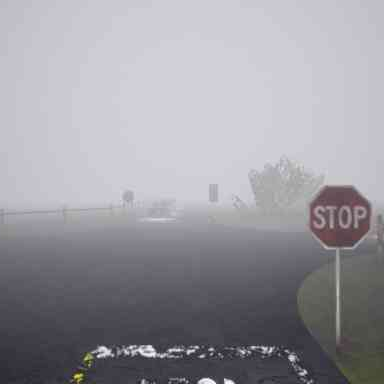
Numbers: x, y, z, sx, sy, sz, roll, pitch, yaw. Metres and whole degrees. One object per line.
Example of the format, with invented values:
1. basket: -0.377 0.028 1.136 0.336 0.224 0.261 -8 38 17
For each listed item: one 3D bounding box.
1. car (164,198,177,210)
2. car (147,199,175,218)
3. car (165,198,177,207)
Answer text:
1. car: -3.010 1.536 41.560 2.128 1.511 4.902 0 0 -1
2. car: -2.917 1.593 30.917 1.994 1.385 4.181 0 0 0
3. car: -3.332 1.665 53.679 1.895 1.301 4.718 0 0 -2
